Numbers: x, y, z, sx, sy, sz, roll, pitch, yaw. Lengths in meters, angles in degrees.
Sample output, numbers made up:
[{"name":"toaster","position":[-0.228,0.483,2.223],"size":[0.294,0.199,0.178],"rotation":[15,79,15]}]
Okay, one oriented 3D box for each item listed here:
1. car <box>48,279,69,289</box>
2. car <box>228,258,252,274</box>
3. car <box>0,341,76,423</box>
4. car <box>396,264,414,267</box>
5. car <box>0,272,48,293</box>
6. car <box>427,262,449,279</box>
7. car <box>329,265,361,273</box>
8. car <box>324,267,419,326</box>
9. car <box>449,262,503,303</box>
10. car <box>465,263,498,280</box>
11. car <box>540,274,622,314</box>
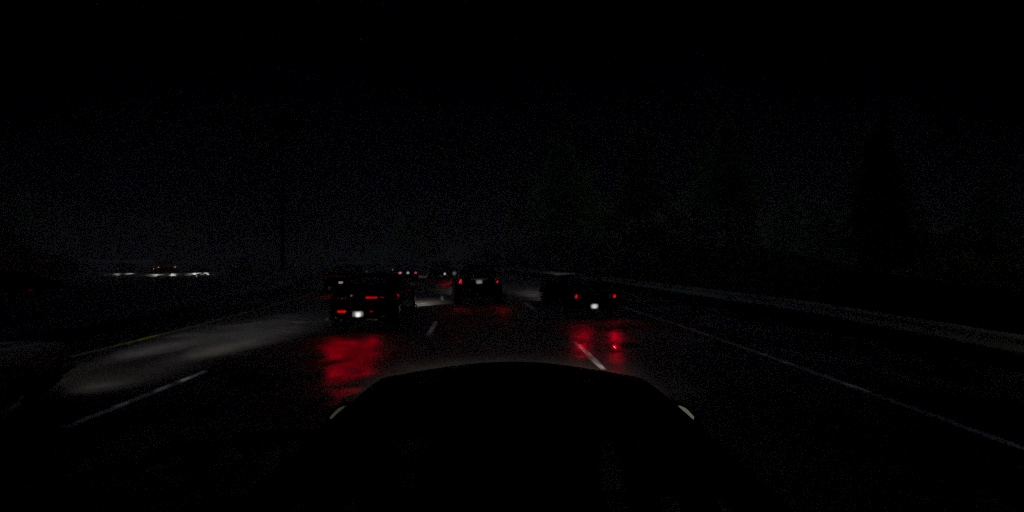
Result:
[{"name":"car","position":[-22.898,1.437,15.671],"size":[2.033,1.411,5.357],"rotation":[0,0,-13]},{"name":"car","position":[-36.411,1.234,47.985],"size":[2.150,2.045,5.566],"rotation":[0,0,-43]},{"name":"car","position":[-7.075,1.389,2.858],"size":[1.895,1.301,4.718],"rotation":[0,0,-1]},{"name":"car","position":[-9.093,1.392,30.542],"size":[2.033,1.411,5.357],"rotation":[0,0,-21]},{"name":"car","position":[-18.659,1.426,11.641],"size":[1.994,1.385,4.181],"rotation":[0,0,-10]},{"name":"car","position":[-6.941,1.345,34.283],"size":[1.837,1.490,4.892],"rotation":[0,0,-23]},{"name":"car","position":[-10.002,1.312,21.929],"size":[1.882,1.535,5.008],"rotation":[0,0,-15]},{"name":"car","position":[-4.386,1.294,11.885],"size":[1.837,1.490,4.892],"rotation":[0,0,-7]},{"name":"car","position":[-1.795,1.137,17.347],"size":[2.097,1.767,4.553],"rotation":[0,0,-11]},{"name":"car","position":[-2.893,1.382,33.582],"size":[1.994,1.385,4.181],"rotation":[0,0,-21]},{"name":"car","position":[2.402,1.359,13.973],"size":[1.895,1.301,4.718],"rotation":[0,0,-8]}]
